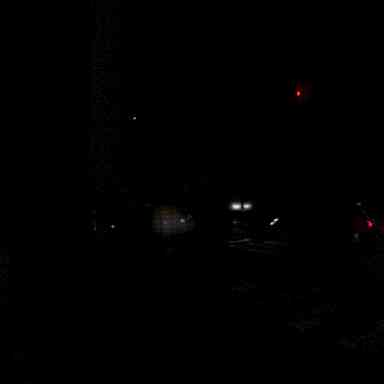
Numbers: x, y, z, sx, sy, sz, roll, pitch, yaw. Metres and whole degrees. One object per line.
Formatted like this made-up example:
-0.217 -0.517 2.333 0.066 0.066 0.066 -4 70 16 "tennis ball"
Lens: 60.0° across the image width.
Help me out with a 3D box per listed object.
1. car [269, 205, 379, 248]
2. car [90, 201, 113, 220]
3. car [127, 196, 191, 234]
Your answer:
5.863 1.376 15.154 4.553 1.767 2.097 -1 -1 32 "car"
-8.725 1.597 29.701 1.882 1.535 5.008 0 0 -35 "car"
-2.080 1.291 20.399 2.150 2.045 5.566 0 0 -36 "car"
